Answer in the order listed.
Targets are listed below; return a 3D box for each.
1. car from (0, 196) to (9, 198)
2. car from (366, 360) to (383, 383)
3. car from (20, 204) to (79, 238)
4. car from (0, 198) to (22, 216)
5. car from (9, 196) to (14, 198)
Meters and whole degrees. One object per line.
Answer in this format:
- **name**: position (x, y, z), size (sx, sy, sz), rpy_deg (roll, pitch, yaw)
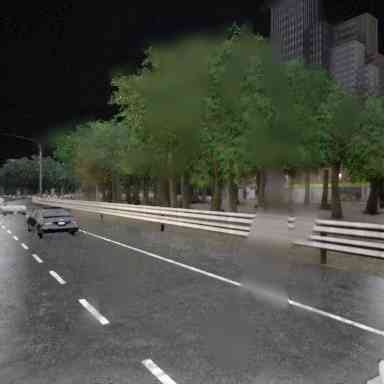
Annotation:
- **car**: position (-29.058, 1.521, 50.001), size (1.812, 1.442, 4.674), rpy_deg (0, 0, -31)
- **car**: position (3.485, 1.601, 1.481), size (1.895, 1.301, 4.718), rpy_deg (0, 0, -34)
- **car**: position (-7.627, 1.544, 17.914), size (2.033, 1.411, 5.357), rpy_deg (0, 0, -34)
- **car**: position (-17.599, 1.594, 32.660), size (1.895, 1.301, 4.718), rpy_deg (0, 0, -34)
- **car**: position (-37.220, 1.507, 67.798), size (2.128, 1.511, 4.902), rpy_deg (0, 0, -16)
